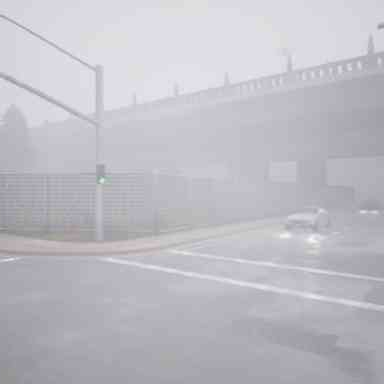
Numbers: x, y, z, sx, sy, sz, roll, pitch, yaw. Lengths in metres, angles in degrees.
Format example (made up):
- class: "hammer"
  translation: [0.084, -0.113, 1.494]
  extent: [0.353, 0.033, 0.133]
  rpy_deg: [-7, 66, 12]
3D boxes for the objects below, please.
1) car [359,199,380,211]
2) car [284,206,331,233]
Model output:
- class: "car"
  translation: [22.366, 1.623, 41.866]
  extent: [1.994, 1.385, 4.181]
  rpy_deg: [0, 0, 35]
- class: "car"
  translation: [7.235, 1.590, 20.551]
  extent: [1.812, 1.442, 4.674]
  rpy_deg: [0, 0, 35]
